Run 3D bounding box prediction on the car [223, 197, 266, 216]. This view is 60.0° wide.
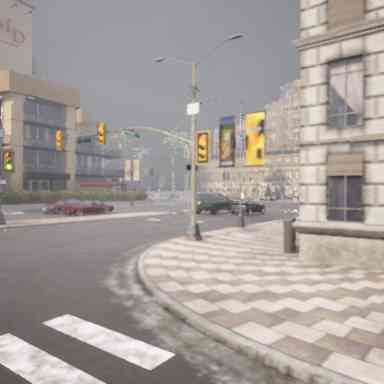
[{"bbox_3d":[5.386,1.427,31.598,2.128,1.511,4.902,0,0,36],"label":"car"}]

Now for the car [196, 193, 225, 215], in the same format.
[{"bbox_3d":[2.200,1.141,33.170,2.150,2.045,5.566,0,0,36],"label":"car"}]

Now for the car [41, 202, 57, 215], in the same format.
[{"bbox_3d":[-12.458,1.389,32.837,1.812,1.442,4.674,0,0,36],"label":"car"}]

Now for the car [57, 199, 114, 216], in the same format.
[{"bbox_3d":[-9.610,1.481,30.804,1.895,1.301,4.718,0,0,36],"label":"car"}]
